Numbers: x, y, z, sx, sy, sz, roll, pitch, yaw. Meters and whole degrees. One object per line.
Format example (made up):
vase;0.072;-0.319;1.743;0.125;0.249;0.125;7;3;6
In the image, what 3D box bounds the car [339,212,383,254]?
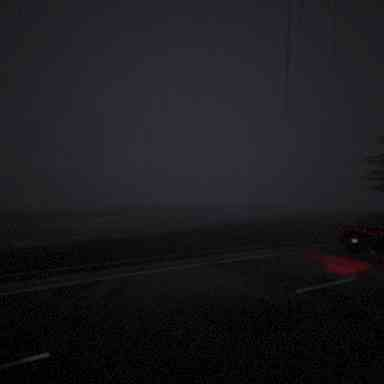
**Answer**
car;7.704;1.479;12.252;5.008;1.535;1.882;0;0;-25
